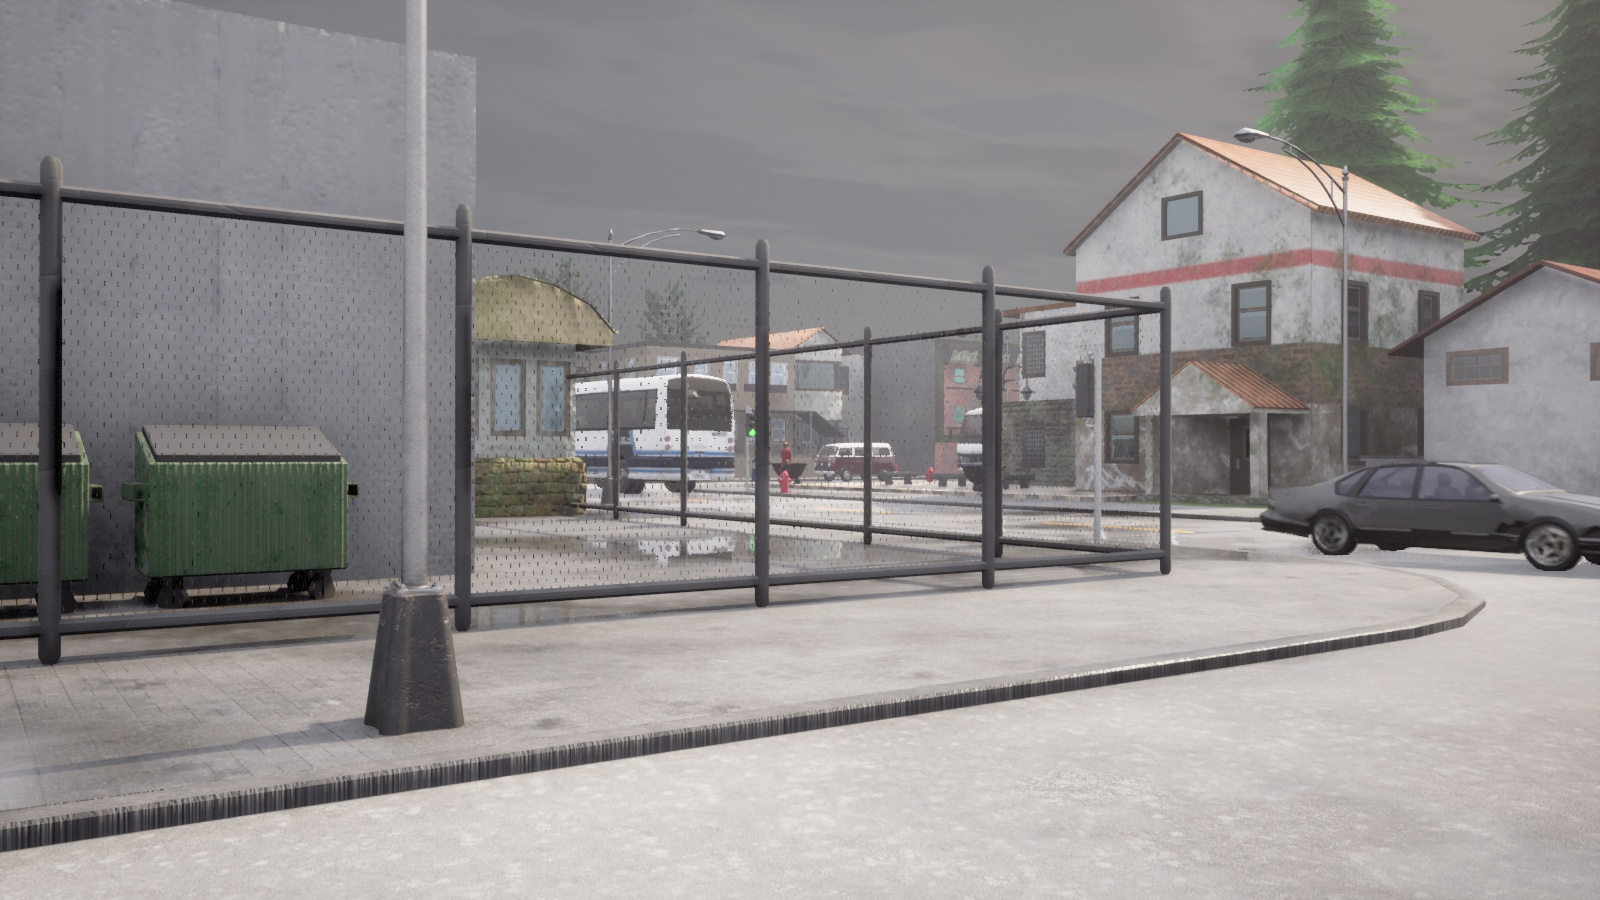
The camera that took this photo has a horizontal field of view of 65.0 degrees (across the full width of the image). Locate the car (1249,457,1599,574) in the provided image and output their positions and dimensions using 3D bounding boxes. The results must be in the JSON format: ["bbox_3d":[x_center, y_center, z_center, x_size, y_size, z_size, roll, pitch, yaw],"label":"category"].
[{"bbox_3d":[9.324,0.816,17.785,2.033,1.411,5.357,0,0,-36],"label":"car"}]

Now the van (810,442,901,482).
[{"bbox_3d":[2.929,0.624,66.090,4.480,2.038,2.069,0,0,-35],"label":"van"}]

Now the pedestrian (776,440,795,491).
[{"bbox_3d":[-0.533,0.564,46.224,0.636,1.846,0.331,0,0,39],"label":"pedestrian"}]

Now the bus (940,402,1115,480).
[{"bbox_3d":[13.354,-0.481,73.223,10.273,4.253,3.944,0,0,-35],"label":"bus"}]

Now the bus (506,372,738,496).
[{"bbox_3d":[-7.059,-0.499,48.097,3.944,4.253,10.273,1,-1,-40],"label":"bus"}]
